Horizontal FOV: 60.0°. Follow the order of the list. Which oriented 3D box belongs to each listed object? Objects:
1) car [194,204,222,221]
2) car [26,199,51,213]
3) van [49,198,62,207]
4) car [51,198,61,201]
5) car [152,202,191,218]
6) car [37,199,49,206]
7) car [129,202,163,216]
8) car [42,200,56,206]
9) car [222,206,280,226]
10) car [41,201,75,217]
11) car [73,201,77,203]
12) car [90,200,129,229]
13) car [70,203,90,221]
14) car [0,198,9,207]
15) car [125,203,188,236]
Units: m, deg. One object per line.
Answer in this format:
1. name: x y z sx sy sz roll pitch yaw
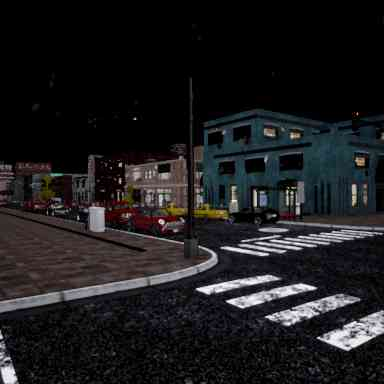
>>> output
1. car: 1.154 1.759 29.887 1.752 1.417 4.829 -1 0 -36
2. car: -22.291 1.955 47.533 2.192 1.841 5.009 -1 0 -36
3. van: -29.013 2.179 70.655 1.690 1.788 3.998 -1 0 -36
4. car: -25.326 2.270 61.325 1.812 1.442 4.674 -1 0 -35
5. car: -2.209 1.826 34.431 1.752 1.417 4.829 -1 0 -36
6. car: -35.834 2.500 79.881 1.752 1.417 4.829 -1 0 -36
7. car: -5.470 1.917 38.840 2.008 1.369 4.403 -1 0 -36
8. car: -32.370 2.450 75.200 1.887 1.381 4.507 -1 0 -36
9. car: 4.619 1.730 25.205 1.947 1.339 4.313 -1 0 -36
10. car: -15.560 2.056 38.444 2.008 1.369 4.403 -1 0 -36
11. car: -22.282 2.285 61.565 1.802 1.307 4.206 -1 0 -36
12. car: -5.477 1.619 24.809 2.192 1.841 5.009 -1 0 -36
13. car: -8.835 1.922 29.354 2.008 1.369 4.403 -1 0 -36
14. car: -42.500 2.360 74.778 2.192 1.841 5.009 -1 0 -36
15. car: -2.111 1.676 20.264 1.967 1.590 4.097 -1 0 -36
